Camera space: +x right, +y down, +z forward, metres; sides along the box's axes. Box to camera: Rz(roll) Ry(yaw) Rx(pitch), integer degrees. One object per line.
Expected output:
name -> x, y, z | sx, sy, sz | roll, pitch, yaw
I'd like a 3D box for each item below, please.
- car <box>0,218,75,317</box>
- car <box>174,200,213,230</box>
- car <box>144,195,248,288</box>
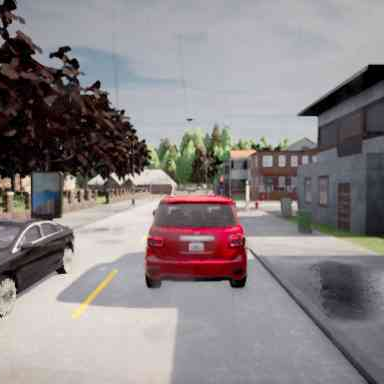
car -> -4.104, 1.368, 7.215 | 2.128, 1.511, 4.902 | 0, 1, 0
car -> 0.065, 1.238, 19.281 | 1.994, 1.385, 4.181 | 0, 1, 0
car -> 0.079, 1.070, 8.909 | 2.150, 2.045, 5.566 | 0, 1, 0
